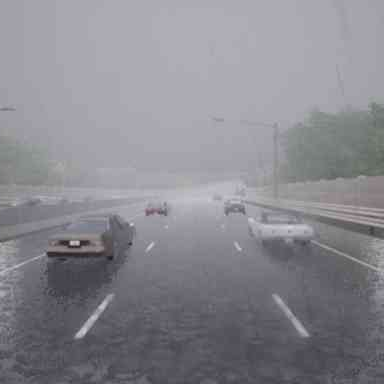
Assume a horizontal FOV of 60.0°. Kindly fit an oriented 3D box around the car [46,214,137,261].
[{"bbox_3d":[-3.325,1.494,12.009,2.033,1.411,5.357,0,0,1],"label":"car"}]

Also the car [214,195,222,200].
[{"bbox_3d":[7.340,1.655,94.015,1.994,1.385,4.181,0,0,5],"label":"car"}]

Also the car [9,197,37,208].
[{"bbox_3d":[-20.345,1.351,40.810,2.128,1.511,4.902,0,0,2],"label":"car"}]

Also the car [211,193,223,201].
[{"bbox_3d":[6.508,1.362,83.121,2.097,1.767,4.553,0,0,4],"label":"car"}]

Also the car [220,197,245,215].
[{"bbox_3d":[4.086,1.427,32.485,1.812,1.442,4.674,0,0,2],"label":"car"}]

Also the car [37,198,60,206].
[{"bbox_3d":[-16.816,1.410,41.834,2.033,1.411,5.357,0,0,2],"label":"car"}]

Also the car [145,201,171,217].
[{"bbox_3d":[-2.981,1.496,30.262,1.895,1.301,4.718,0,0,1],"label":"car"}]

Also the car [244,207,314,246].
[{"bbox_3d":[3.713,1.543,14.839,1.895,1.301,4.718,0,0,1],"label":"car"}]

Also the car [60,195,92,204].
[{"bbox_3d":[-13.390,1.221,39.474,2.097,1.767,4.553,0,0,2],"label":"car"}]
